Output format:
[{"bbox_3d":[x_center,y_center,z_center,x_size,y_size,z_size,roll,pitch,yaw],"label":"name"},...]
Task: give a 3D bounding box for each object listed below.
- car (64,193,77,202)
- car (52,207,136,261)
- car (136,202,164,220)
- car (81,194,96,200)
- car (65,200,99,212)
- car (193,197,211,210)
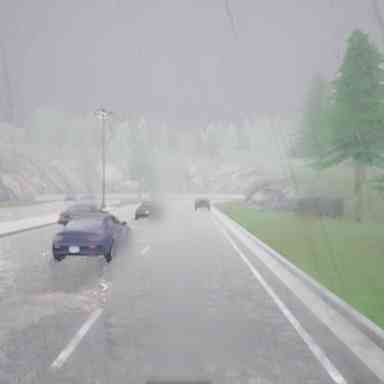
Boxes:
[{"bbox_3d":[-24.806,1.034,68.147,2.097,1.767,4.553,0,0,-13],"label":"car"},{"bbox_3d":[-3.418,1.490,11.943,1.812,1.442,4.674,0,0,0],"label":"car"},{"bbox_3d":[-3.407,1.483,27.225,1.994,1.385,4.181,0,0,0],"label":"car"},{"bbox_3d":[-26.066,1.248,83.814,1.837,1.490,4.892,0,0,17],"label":"car"},{"bbox_3d":[-6.929,1.483,21.710,2.033,1.411,5.357,0,0,0],"label":"car"},{"bbox_3d":[1.232,1.387,40.255,1.837,1.490,4.892,0,0,0],"label":"car"}]
